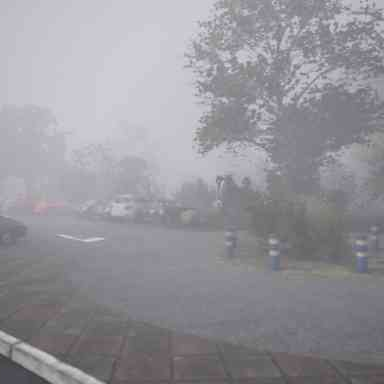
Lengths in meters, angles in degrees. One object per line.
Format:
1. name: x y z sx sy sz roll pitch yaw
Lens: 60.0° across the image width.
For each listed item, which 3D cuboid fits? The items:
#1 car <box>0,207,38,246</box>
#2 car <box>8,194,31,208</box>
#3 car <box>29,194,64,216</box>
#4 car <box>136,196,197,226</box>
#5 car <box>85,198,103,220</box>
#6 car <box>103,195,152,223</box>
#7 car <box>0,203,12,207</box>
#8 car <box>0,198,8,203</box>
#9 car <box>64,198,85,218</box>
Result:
1. car: -9.198 1.544 13.579 2.002 1.452 4.674 0 -1 36
2. car: -15.099 1.192 33.952 2.435 2.045 5.566 0 0 36
3. car: -12.772 1.328 32.205 2.185 1.767 4.553 0 0 36
4. car: -1.468 1.378 24.074 2.185 1.767 4.553 0 0 36
5. car: -6.055 1.357 27.450 2.185 1.767 4.553 0 0 36
6. car: -3.694 1.242 25.748 2.435 2.045 5.566 0 0 36
7. car: -11.460 1.491 14.959 1.946 1.575 5.366 0 0 36
8. car: -17.269 1.430 35.707 1.946 1.575 5.366 0 0 36
9. car: -8.316 1.347 29.076 2.185 1.767 4.553 0 0 36
